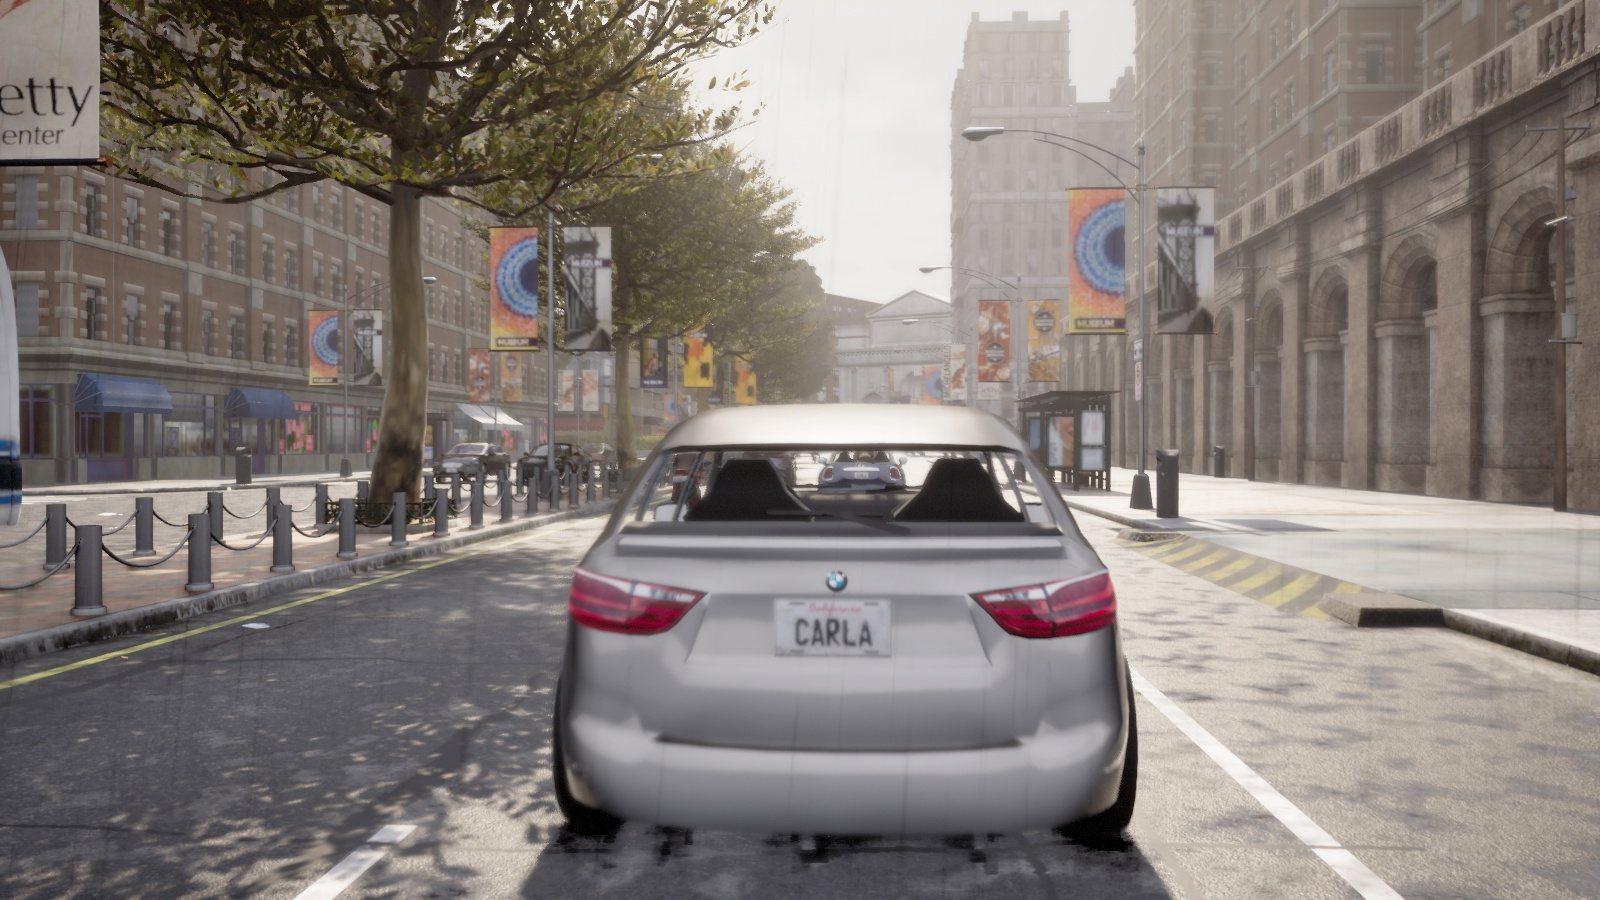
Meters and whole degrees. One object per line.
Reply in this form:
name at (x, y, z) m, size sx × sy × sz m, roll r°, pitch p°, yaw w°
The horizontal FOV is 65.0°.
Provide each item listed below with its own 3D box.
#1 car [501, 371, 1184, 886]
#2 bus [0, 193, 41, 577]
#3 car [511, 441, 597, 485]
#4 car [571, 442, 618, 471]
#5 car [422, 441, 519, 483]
car at (0.262, 0.556, 6.427) m, size 2.242 × 1.667 × 4.611 m, roll 0°, pitch 1°, yaw 4°
bus at (-11.066, -0.694, 9.572) m, size 3.944 × 4.253 × 10.273 m, roll 0°, pitch 0°, yaw 3°
car at (-9.043, 0.454, 46.567) m, size 1.882 × 1.535 × 5.008 m, roll 0°, pitch 0°, yaw 4°
car at (-11.348, 0.323, 69.677) m, size 1.789 × 1.549 × 3.705 m, roll 0°, pitch 0°, yaw 4°
car at (-12.493, 0.422, 48.005) m, size 2.128 × 1.511 × 4.902 m, roll 0°, pitch 0°, yaw 4°
